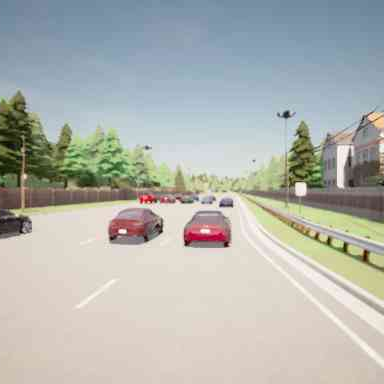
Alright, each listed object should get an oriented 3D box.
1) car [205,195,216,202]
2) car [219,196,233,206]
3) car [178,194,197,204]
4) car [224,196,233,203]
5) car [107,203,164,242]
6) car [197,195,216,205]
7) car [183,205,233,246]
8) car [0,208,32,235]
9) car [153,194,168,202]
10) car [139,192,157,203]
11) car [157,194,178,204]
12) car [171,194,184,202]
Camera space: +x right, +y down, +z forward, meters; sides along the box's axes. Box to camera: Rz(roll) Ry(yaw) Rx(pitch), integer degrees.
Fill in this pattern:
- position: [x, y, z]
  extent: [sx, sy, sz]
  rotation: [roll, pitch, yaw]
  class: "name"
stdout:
- position: [3.941, 1.310, 68.673]
  extent: [1.994, 1.385, 4.181]
  rotation: [0, 0, 7]
  class: "car"
- position: [5.004, 1.476, 48.498]
  extent: [1.994, 1.385, 4.181]
  rotation: [0, 0, 7]
  class: "car"
- position: [-0.793, 1.446, 59.191]
  extent: [1.994, 1.385, 4.181]
  rotation: [0, 0, 7]
  class: "car"
- position: [7.642, 1.476, 69.257]
  extent: [1.895, 1.301, 4.718]
  rotation: [0, 0, 7]
  class: "car"
- position: [-2.634, 1.489, 16.268]
  extent: [1.812, 1.442, 4.674]
  rotation: [0, 0, 7]
  class: "car"
- position: [2.626, 1.437, 58.336]
  extent: [2.033, 1.411, 5.357]
  rotation: [0, 0, 7]
  class: "car"
- position: [0.788, 1.535, 15.334]
  extent: [1.994, 1.385, 4.181]
  rotation: [0, 0, 7]
  class: "car"
- position: [-9.719, 1.457, 15.933]
  extent: [1.837, 1.490, 4.892]
  rotation: [0, 0, 7]
  class: "car"
- position: [-6.475, 1.209, 69.997]
  extent: [2.128, 1.511, 4.902]
  rotation: [0, 0, 7]
  class: "car"
- position: [-7.785, 1.091, 59.690]
  extent: [2.150, 2.045, 5.566]
  rotation: [0, 0, 7]
  class: "car"
- position: [-4.269, 1.227, 59.602]
  extent: [2.097, 1.767, 4.553]
  rotation: [0, 0, 7]
  class: "car"
- position: [-3.003, 1.168, 69.556]
  extent: [1.882, 1.535, 5.008]
  rotation: [0, 0, 7]
  class: "car"
